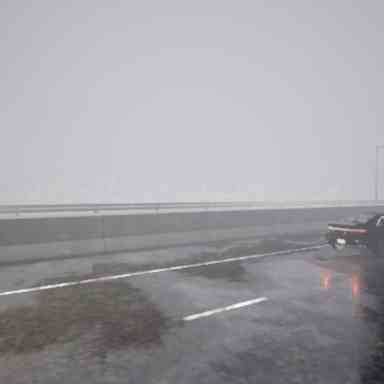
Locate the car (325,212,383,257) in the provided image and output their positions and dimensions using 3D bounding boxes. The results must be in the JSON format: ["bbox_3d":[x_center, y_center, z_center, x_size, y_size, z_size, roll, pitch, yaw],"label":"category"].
[{"bbox_3d":[7.318,1.552,13.191,4.902,1.511,2.128,0,0,-34],"label":"car"}]
